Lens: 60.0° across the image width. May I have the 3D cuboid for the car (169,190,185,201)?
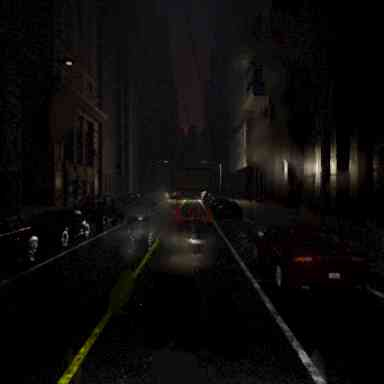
[{"bbox_3d":[-2.978,0.848,64.317,2.033,1.411,5.357,0,0,0],"label":"car"}]

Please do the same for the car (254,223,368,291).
[{"bbox_3d":[2.769,1.474,8.686,1.887,1.381,4.507,0,0,0],"label":"car"}]

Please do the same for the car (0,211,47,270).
[{"bbox_3d":[-5.756,1.369,8.677,1.967,1.590,4.097,0,0,0],"label":"car"}]

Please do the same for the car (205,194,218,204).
[{"bbox_3d":[2.778,1.259,36.696,2.008,1.369,4.403,0,0,0],"label":"car"}]

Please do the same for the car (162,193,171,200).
[{"bbox_3d":[-5.735,0.999,75.896,1.802,1.307,4.206,0,0,0],"label":"car"}]

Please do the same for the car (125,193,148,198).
[{"bbox_3d":[-5.748,1.066,31.082,2.192,1.841,5.009,0,0,0],"label":"car"}]

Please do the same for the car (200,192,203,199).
[{"bbox_3d":[2.784,0.897,53.500,2.192,1.841,5.009,0,0,0],"label":"car"}]

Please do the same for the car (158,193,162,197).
[{"bbox_3d":[-5.744,1.149,47.718,1.752,1.417,4.829,0,0,0],"label":"car"}]

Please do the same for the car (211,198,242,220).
[{"bbox_3d":[2.774,1.361,25.493,1.947,1.339,4.313,0,0,0],"label":"car"}]

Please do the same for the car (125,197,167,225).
[{"bbox_3d":[-3.091,1.310,22.362,2.128,1.511,4.902,0,0,0],"label":"car"}]

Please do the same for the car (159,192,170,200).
[{"bbox_3d":[-5.736,0.898,70.294,1.967,1.590,4.097,0,0,0],"label":"car"}]

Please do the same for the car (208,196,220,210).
[{"bbox_3d":[2.776,1.317,31.094,1.947,1.339,4.313,0,0,0],"label":"car"}]

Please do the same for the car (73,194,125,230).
[{"bbox_3d":[-5.752,1.154,19.879,2.192,1.841,5.009,0,0,0],"label":"car"}]

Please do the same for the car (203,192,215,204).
[{"bbox_3d":[2.780,1.105,42.297,1.967,1.590,4.097,0,0,0],"label":"car"}]

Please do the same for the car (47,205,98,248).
[{"bbox_3d":[-5.754,1.449,14.279,1.947,1.339,4.313,0,0,0],"label":"car"}]

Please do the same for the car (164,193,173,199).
[{"bbox_3d":[-5.733,0.943,81.498,1.947,1.339,4.313,0,0,0],"label":"car"}]

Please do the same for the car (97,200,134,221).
[{"bbox_3d":[-5.751,1.376,25.482,1.802,1.307,4.206,0,0,0],"label":"car"}]

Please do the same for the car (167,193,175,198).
[{"bbox_3d":[-5.729,0.847,92.701,2.008,1.369,4.403,0,0,0],"label":"car"}]

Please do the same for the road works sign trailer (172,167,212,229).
[{"bbox_3d":[0.007,0.300,20.335,2.380,3.560,2.880,0,0,0],"label":"road works sign trailer"}]

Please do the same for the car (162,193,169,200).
[{"bbox_3d":[-5.740,0.980,59.091,1.967,1.590,4.097,0,0,0],"label":"car"}]

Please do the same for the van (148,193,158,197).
[{"bbox_3d":[-5.745,1.006,42.285,1.690,1.788,3.998,0,0,0],"label":"van"}]
